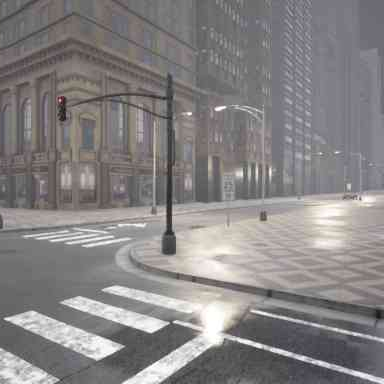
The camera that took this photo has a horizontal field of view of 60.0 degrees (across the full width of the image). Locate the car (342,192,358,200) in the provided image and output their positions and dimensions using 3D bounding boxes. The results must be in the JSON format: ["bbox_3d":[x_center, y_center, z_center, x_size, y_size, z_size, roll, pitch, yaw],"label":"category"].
[{"bbox_3d":[28.286,0.715,59.476,1.895,1.301,4.718,0,1,35],"label":"car"}]
